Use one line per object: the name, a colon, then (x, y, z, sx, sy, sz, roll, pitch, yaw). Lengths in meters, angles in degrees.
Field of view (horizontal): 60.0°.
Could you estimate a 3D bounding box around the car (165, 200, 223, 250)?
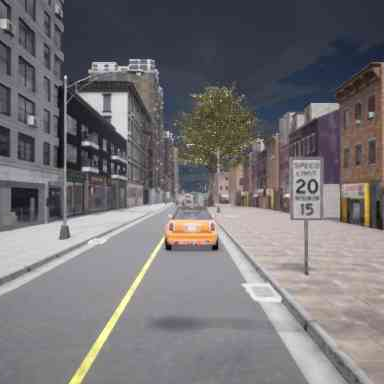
car: (-0.001, 1.391, 14.624, 2.097, 1.767, 4.553, 0, 0, 0)
